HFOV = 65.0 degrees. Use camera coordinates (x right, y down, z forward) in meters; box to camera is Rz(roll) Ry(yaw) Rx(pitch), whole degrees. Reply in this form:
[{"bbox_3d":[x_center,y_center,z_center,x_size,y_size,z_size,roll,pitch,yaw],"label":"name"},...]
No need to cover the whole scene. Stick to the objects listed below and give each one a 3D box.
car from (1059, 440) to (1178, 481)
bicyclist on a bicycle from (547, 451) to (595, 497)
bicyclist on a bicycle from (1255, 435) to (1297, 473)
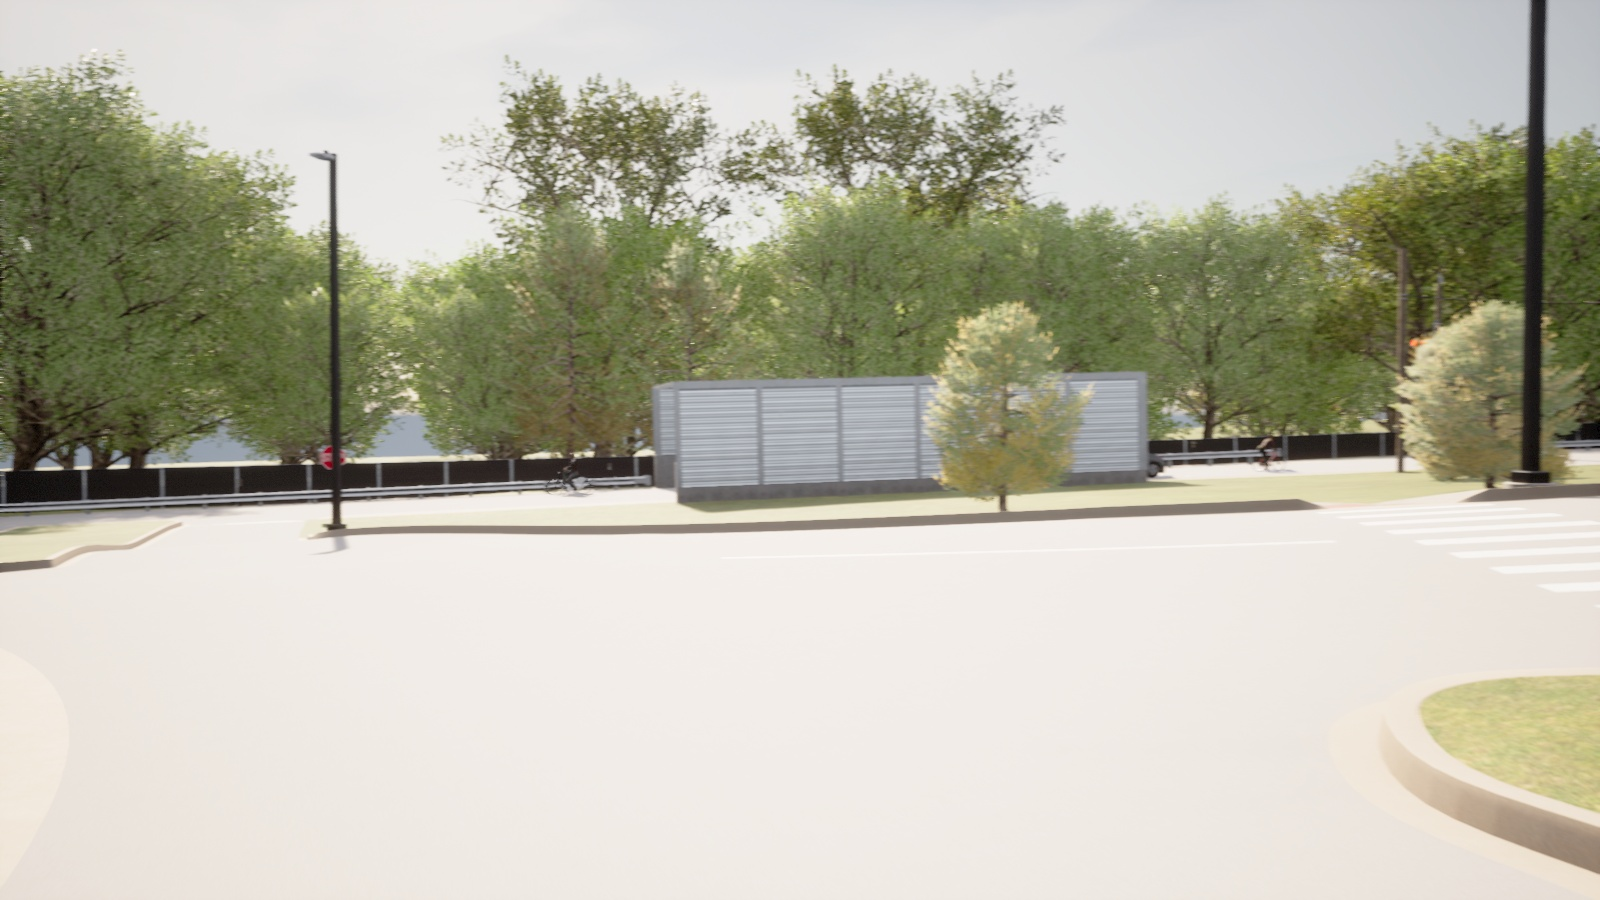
[{"bbox_3d":[13.627,0.415,53.790,4.514,1.525,2.007,-2,3,-13],"label":"car"},{"bbox_3d":[-9.436,0.982,51.764,1.843,1.776,0.659,-2,2,-16],"label":"bicyclist on a bicycle"},{"bbox_3d":[21.043,0.169,55.529,1.656,1.620,0.582,-2,2,-13],"label":"bicyclist on a bicycle"}]
